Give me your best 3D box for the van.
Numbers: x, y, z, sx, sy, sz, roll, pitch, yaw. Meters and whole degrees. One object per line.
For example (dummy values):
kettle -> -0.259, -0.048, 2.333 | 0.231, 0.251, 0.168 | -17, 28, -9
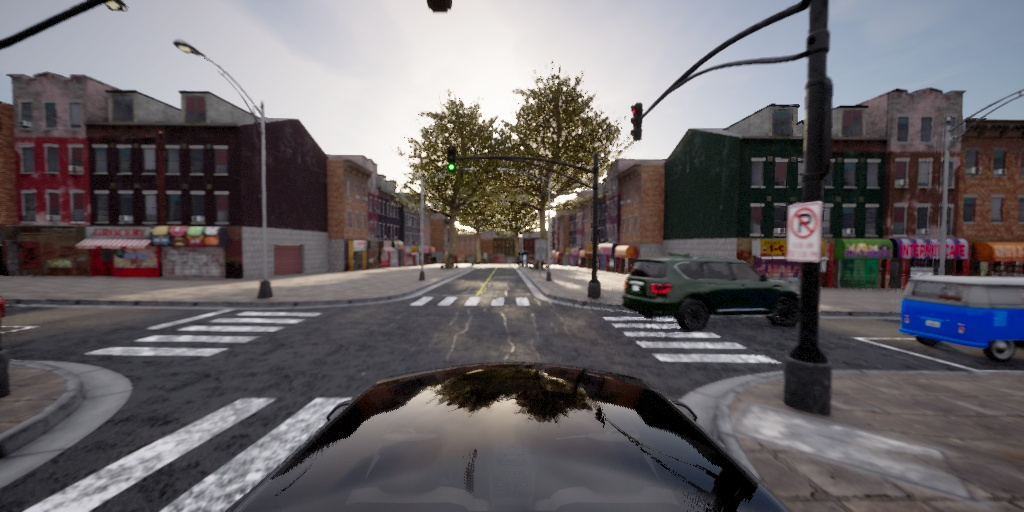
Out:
van -> 11.609, 1.372, 8.374 | 3.998, 1.789, 1.690 | 0, 0, -1

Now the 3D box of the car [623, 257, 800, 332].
car -> 6.261, 1.064, 11.247 | 5.566, 2.045, 2.150 | 1, 0, -15

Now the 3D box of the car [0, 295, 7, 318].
car -> -14.744, 0.897, 7.920 | 5.009, 1.841, 2.192 | 0, 0, -1
